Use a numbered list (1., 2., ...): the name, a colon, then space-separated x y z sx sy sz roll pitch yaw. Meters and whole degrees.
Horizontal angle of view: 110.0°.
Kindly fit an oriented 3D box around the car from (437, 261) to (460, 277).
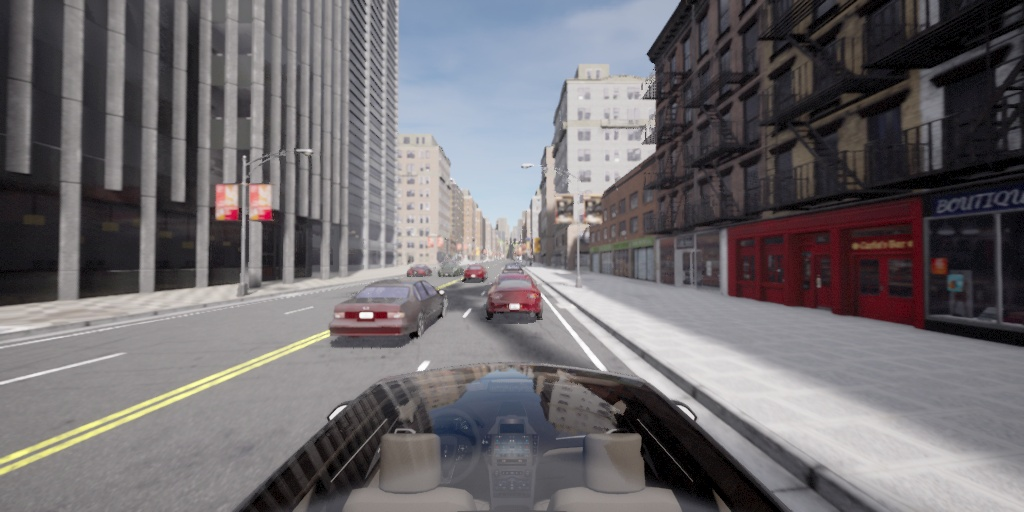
1. car: -6.602 1.332 38.475 2.097 1.767 4.553 0 0 0

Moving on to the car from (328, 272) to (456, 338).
1. car: -3.168 1.356 10.331 2.033 1.411 5.357 0 0 0

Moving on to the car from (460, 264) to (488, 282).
1. car: -3.163 1.465 31.632 1.812 1.442 4.674 0 0 0

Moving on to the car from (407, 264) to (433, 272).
1. car: -9.852 1.544 38.424 1.994 1.385 4.181 0 0 0

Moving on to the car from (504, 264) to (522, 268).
1. car: 0.084 1.425 30.643 2.128 1.511 4.902 0 0 0

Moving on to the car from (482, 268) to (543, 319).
1. car: 0.085 1.350 12.991 1.812 1.442 4.674 0 0 0
